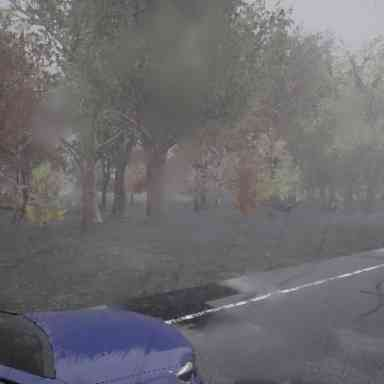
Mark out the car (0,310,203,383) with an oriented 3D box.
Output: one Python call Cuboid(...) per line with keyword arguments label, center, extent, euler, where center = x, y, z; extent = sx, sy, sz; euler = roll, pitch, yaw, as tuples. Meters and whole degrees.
Cuboid(label="car", center=(-2.068, 1.525, 2.271), extent=(4.674, 1.442, 1.812), euler=(0, 0, -36))
